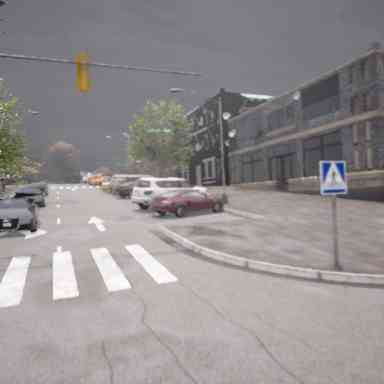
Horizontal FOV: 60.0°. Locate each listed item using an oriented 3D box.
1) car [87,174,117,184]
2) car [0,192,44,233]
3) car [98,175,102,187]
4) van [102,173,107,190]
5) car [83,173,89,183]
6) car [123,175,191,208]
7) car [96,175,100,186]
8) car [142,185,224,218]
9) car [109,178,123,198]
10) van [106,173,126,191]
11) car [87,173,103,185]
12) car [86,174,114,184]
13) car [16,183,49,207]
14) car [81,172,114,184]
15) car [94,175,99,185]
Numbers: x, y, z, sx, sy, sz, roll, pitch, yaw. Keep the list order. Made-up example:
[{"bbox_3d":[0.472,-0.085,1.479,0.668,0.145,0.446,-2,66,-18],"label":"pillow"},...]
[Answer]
[{"bbox_3d":[-15.832,-2.290,58.441,4.553,1.767,2.185,-3,4,-42],"label":"car"},{"bbox_3d":[-7.961,0.977,14.884,1.994,1.385,4.181,-2,4,-22],"label":"car"},{"bbox_3d":[-7.791,-0.840,38.975,5.366,1.575,1.946,-3,5,-41],"label":"car"},{"bbox_3d":[-6.911,-0.858,35.948,4.442,1.987,1.878,-3,5,-41],"label":"van"},{"bbox_3d":[-14.669,-2.224,55.618,5.566,2.045,2.435,-3,5,-42],"label":"car"},{"bbox_3d":[-1.292,0.068,22.007,5.566,2.045,2.435,-3,5,-41],"label":"car"},{"bbox_3d":[-9.030,-0.981,41.665,4.674,1.452,2.002,-3,5,-41],"label":"car"},{"bbox_3d":[-0.201,0.551,19.203,4.674,1.452,2.002,-3,5,-41],"label":"car"},{"bbox_3d":[-4.625,-0.253,30.422,4.892,1.521,2.231,-3,5,-41],"label":"car"},{"bbox_3d":[-5.804,-0.666,33.135,4.442,1.987,1.878,-3,5,-41],"label":"van"},{"bbox_3d":[-13.375,-1.795,52.982,5.366,1.575,1.946,-3,5,-42],"label":"car"},{"bbox_3d":[-16.938,-2.444,61.252,4.553,1.767,2.185,-2,2,-43],"label":"car"},{"bbox_3d":[-11.683,0.352,24.064,1.994,1.385,4.181,-2,4,-22],"label":"car"},{"bbox_3d":[-18.116,-2.635,63.954,5.566,2.045,2.435,-1,-1,-42],"label":"car"},{"bbox_3d":[-10.153,-1.173,44.472,4.674,1.452,2.002,-3,5,-41],"label":"car"}]
